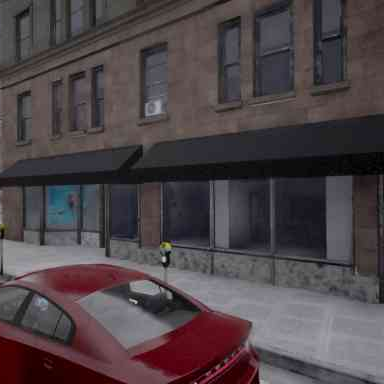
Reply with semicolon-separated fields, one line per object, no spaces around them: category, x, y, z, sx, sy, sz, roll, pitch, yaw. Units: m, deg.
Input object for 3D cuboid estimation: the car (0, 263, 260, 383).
car;-1.461;1.545;3.908;4.507;1.381;1.887;0;0;36
